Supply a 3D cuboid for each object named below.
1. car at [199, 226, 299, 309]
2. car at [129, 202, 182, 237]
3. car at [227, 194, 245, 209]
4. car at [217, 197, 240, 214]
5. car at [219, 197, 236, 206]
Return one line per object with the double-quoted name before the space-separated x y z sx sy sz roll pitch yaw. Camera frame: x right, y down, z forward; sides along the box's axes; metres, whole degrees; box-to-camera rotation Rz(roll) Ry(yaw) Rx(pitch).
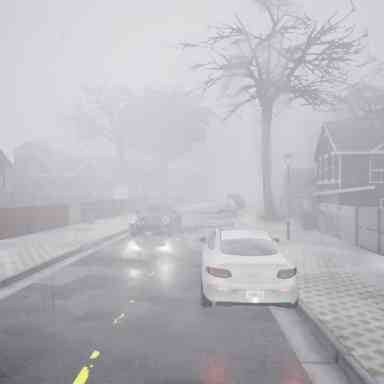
"car" 1.146 1.525 7.787 1.812 1.442 4.674 0 0 3
"car" -1.822 1.345 17.824 2.097 1.767 4.553 0 0 6
"car" 5.946 1.229 45.254 2.150 2.045 5.566 0 0 15
"car" 3.813 1.527 35.419 1.812 1.442 4.674 0 0 12
"car" 5.850 1.529 54.157 1.812 1.442 4.674 0 0 18
